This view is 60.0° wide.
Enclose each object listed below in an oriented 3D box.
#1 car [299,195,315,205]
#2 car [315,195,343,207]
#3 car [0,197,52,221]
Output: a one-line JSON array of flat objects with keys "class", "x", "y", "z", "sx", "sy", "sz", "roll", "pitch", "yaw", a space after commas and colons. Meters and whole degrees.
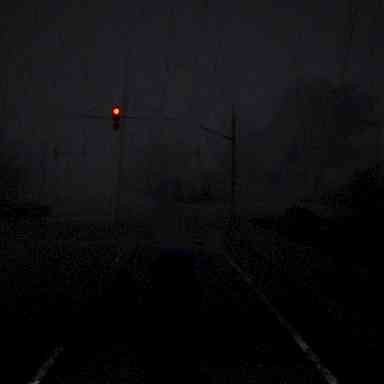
[{"class": "car", "x": 15.702, "y": 0.981, "z": 41.138, "sx": 4.718, "sy": 1.301, "sz": 1.895, "roll": 2, "pitch": 1, "yaw": -17}, {"class": "car", "x": 17.229, "y": 1.054, "z": 37.951, "sx": 5.357, "sy": 1.411, "sz": 2.033, "roll": 2, "pitch": 1, "yaw": -17}, {"class": "car", "x": -11.727, "y": 1.081, "z": 21.463, "sx": 4.902, "sy": 1.511, "sz": 2.128, "roll": -1, "pitch": 2, "yaw": -17}]
